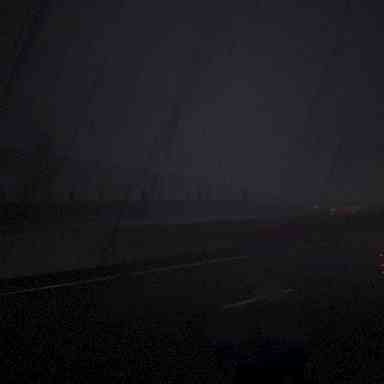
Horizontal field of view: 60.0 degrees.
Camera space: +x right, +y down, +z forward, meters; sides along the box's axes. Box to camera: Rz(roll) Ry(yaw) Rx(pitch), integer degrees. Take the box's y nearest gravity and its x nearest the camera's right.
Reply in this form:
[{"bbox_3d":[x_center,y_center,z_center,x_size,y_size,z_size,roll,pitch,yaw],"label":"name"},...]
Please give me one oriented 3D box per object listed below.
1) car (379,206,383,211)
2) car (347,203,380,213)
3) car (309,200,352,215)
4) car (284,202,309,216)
[{"bbox_3d":[11.345,1.525,16.202,4.892,1.490,1.837,0,0,-36],"label":"car"},{"bbox_3d":[15.374,1.809,27.834,4.718,1.301,1.895,2,-1,-36],"label":"car"},{"bbox_3d":[13.290,1.557,30.648,4.553,1.767,2.097,2,-1,-36],"label":"car"},{"bbox_3d":[11.320,1.720,33.541,4.902,1.511,2.128,2,-1,-36],"label":"car"}]
